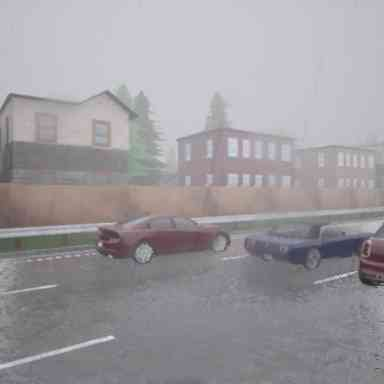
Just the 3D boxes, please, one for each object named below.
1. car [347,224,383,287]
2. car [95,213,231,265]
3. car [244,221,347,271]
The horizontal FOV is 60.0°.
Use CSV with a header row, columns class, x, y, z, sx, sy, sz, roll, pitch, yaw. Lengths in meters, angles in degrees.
class,x,y,z,sx,sy,sz,roll,pitch,yaw
car,6.084,1.346,8.095,4.553,1.767,2.097,0,0,-35
car,-0.833,1.473,11.760,5.008,1.535,1.882,0,0,-35
car,4.026,1.595,10.924,4.718,1.301,1.895,0,0,-36
